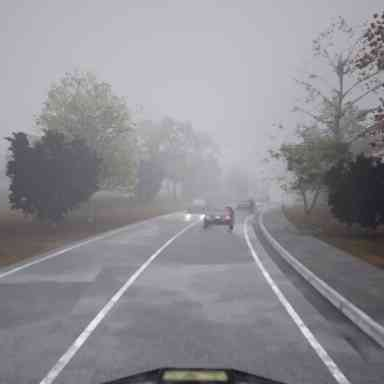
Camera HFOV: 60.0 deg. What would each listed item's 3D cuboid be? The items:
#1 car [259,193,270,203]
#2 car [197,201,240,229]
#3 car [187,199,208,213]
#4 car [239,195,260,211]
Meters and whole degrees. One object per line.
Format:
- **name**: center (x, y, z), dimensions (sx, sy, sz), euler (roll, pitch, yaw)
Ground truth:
- **car**: center (15.686, 1.273, 72.591), dimensions (2.150, 2.045, 5.566), euler (2, 1, 24)
- **car**: center (1.888, 1.532, 21.894), dimensions (2.033, 1.411, 5.357), euler (1, 0, 9)
- **car**: center (0.851, 1.440, 34.636), dimensions (1.812, 1.442, 4.674), euler (1, 0, 15)
- **car**: center (6.950, 1.514, 42.190), dimensions (2.128, 1.511, 4.902), euler (2, 0, 18)
